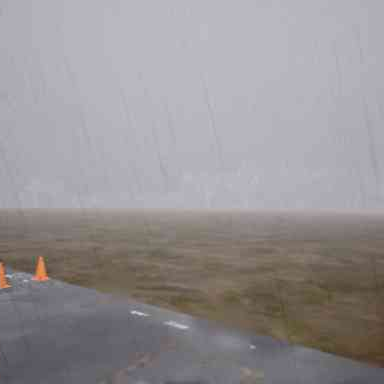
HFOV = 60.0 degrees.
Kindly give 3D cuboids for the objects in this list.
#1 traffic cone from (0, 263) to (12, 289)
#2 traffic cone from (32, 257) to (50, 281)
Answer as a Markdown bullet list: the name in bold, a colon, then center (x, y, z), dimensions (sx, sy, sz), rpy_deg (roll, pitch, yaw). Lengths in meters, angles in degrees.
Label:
- **traffic cone**: center (-4.614, 2.012, 8.046), dimensions (0.340, 0.580, 0.340), rpy_deg (0, -1, 37)
- **traffic cone**: center (-4.016, 2.021, 8.847), dimensions (0.340, 0.580, 0.340), rpy_deg (0, -1, 37)
